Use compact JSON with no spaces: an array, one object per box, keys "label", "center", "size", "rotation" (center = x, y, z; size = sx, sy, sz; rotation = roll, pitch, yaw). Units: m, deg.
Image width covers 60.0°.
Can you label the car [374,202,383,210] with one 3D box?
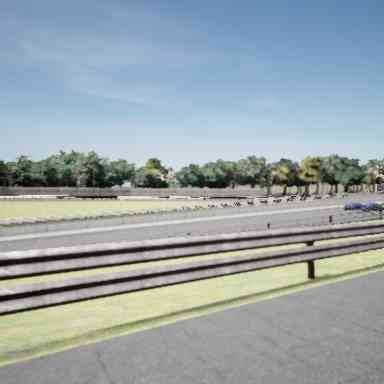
[{"label":"car","center":[34.034,2.434,56.793],"size":[4.553,1.767,2.097],"rotation":[-3,2,-28]}]

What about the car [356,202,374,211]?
[{"label":"car","center":[32.441,2.591,59.911],"size":[4.674,1.442,1.812],"rotation":[-3,2,-28]}]

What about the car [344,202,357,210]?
[{"label":"car","center":[30.823,2.630,63.015],"size":[4.181,1.385,1.994],"rotation":[-3,2,-28]}]
